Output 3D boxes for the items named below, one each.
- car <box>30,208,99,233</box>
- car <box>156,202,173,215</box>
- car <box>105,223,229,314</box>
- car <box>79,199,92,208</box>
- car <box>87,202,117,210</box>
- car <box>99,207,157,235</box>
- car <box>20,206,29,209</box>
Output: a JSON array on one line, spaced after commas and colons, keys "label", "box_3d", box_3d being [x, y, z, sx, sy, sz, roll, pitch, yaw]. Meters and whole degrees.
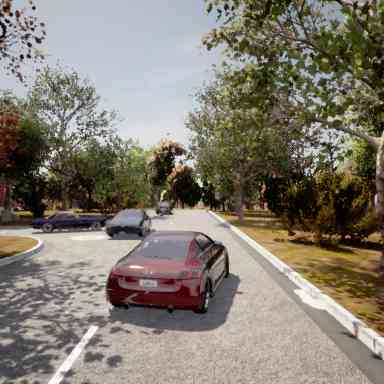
[{"label": "car", "box_3d": [-7.901, 1.921, 21.809, 4.718, 1.301, 1.895, 0, -2, -17]}, {"label": "car", "box_3d": [-3.396, 2.038, 41.195, 2.128, 1.511, 4.902, 0, -1, 0]}, {"label": "car", "box_3d": [-0.306, 1.588, 7.817, 1.994, 1.385, 4.181, 0, 0, 13]}, {"label": "car", "box_3d": [-17.293, 2.229, 59.490, 5.566, 2.045, 2.150, 0, -2, -1]}, {"label": "car", "box_3d": [-16.965, 2.602, 62.726, 5.008, 1.535, 1.882, 0, -2, 1]}, {"label": "car", "box_3d": [-3.403, 1.706, 18.809, 2.033, 1.411, 5.357, 0, -2, 0]}, {"label": "car", "box_3d": [-30.721, 2.502, 63.895, 4.553, 1.767, 2.097, -1, -2, 21]}]
